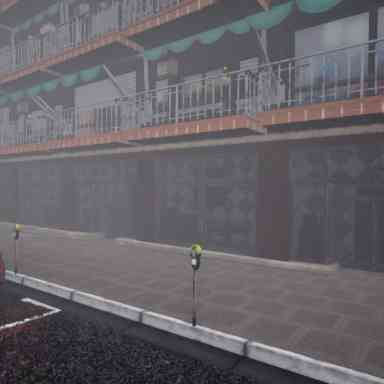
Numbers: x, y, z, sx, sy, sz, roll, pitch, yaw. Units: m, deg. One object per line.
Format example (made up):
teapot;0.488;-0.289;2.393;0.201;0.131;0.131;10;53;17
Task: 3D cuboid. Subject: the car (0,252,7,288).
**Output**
car;-6.051;1.524;7.680;4.674;1.442;1.812;0;0;36
